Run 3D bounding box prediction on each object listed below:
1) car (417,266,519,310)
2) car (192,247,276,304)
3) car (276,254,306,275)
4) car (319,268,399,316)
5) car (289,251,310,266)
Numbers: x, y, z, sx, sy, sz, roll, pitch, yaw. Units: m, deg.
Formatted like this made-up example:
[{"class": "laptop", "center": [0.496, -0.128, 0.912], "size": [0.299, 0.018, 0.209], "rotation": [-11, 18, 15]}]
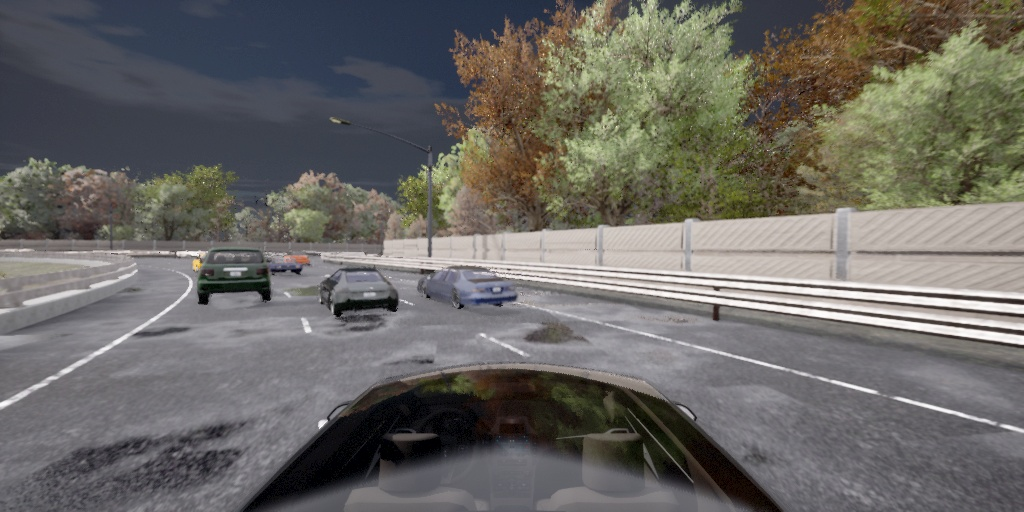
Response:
[{"class": "car", "center": [-1.892, 1.079, 13.623], "size": [2.033, 1.411, 5.357], "rotation": [0, 1, -34]}, {"class": "car", "center": [-11.209, 0.663, 14.629], "size": [2.150, 2.045, 5.566], "rotation": [0, 1, -37]}, {"class": "car", "center": [-17.593, 0.776, 27.328], "size": [1.895, 1.301, 4.718], "rotation": [0, 1, -44]}, {"class": "car", "center": [-5.386, 1.089, 12.421], "size": [1.994, 1.385, 4.181], "rotation": [0, 1, -34]}, {"class": "car", "center": [-24.837, 0.231, 41.342], "size": [2.097, 1.767, 4.553], "rotation": [0, 1, -39]}]
